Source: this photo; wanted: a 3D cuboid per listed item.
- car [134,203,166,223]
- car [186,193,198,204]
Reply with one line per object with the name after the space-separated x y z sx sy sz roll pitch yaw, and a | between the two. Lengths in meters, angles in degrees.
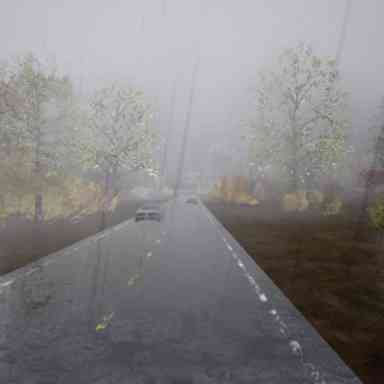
-3.032 1.538 24.686 1.895 1.301 4.718 0 0 1 | car
-0.013 1.391 58.533 2.033 1.411 5.357 0 0 0 | car
